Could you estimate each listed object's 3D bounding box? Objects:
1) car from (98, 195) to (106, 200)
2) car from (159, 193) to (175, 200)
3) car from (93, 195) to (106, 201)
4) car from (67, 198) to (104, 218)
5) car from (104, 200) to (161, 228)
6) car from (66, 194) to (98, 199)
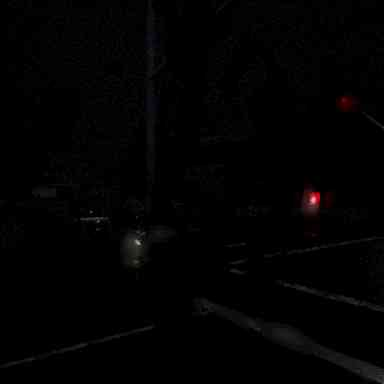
[{"bbox_3d":[-20.647,1.414,73.847,1.845,1.501,3.633,0,0,-37],"label":"car"},{"bbox_3d":[-5.654,1.158,84.829,1.932,1.855,4.605,0,0,-37],"label":"car"},{"bbox_3d":[-22.685,1.428,81.579,1.970,1.475,3.806,0,0,-37],"label":"car"},{"bbox_3d":[-10.037,1.589,30.892,1.994,1.385,4.181,0,0,-36],"label":"car"},{"bbox_3d":[-4.008,1.503,22.909,1.882,1.535,5.008,0,0,-37],"label":"car"},{"bbox_3d":[-14.193,1.380,42.607,2.097,1.767,4.553,0,0,-35],"label":"car"}]
